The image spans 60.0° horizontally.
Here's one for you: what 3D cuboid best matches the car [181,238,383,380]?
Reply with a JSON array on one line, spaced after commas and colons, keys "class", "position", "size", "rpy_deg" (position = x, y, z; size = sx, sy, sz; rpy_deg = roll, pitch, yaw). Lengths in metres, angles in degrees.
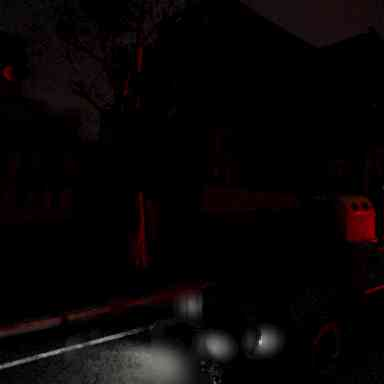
[{"class": "car", "position": [2.477, 1.555, 5.686], "size": [5.357, 1.411, 2.033], "rpy_deg": [0, 0, -35]}]
